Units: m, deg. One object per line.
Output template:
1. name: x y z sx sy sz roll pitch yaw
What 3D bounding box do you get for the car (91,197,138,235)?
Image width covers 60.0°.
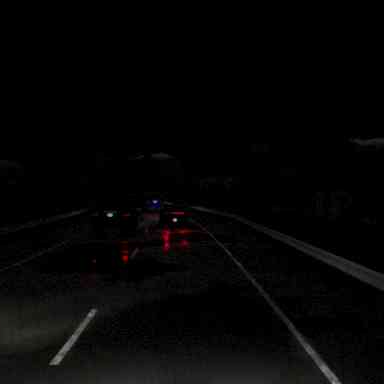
1. car: -4.404 1.272 19.395 2.150 2.045 5.566 0 0 -6

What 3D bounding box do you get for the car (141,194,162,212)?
1. car: -4.934 1.320 40.695 2.150 2.045 5.566 0 -1 -16

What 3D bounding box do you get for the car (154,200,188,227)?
1. car: -1.380 1.550 23.303 2.128 1.511 4.902 0 0 -7
